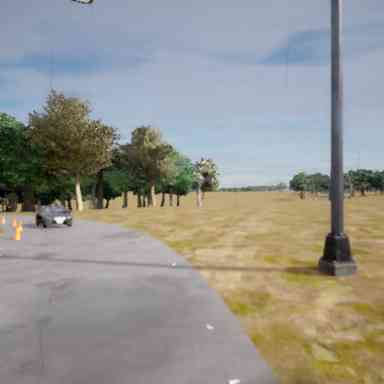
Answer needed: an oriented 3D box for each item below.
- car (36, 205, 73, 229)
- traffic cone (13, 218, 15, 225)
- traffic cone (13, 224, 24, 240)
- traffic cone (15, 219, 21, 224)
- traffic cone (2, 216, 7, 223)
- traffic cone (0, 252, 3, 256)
[{"bbox_3d":[-9.599,1.665,23.058,2.128,1.511,4.902,0,-1,-32],"label":"car"},{"bbox_3d":[-12.976,2.199,24.372,0.340,0.580,0.340,0,-1,-35],"label":"traffic cone"},{"bbox_3d":[-8.446,1.998,16.110,0.340,0.580,0.340,0,-1,-23],"label":"traffic cone"},{"bbox_3d":[-10.495,2.088,20.361,0.340,0.580,0.340,0,-1,-29],"label":"traffic cone"},{"bbox_3d":[-15.860,2.310,28.102,0.340,0.580,0.340,0,-1,-41],"label":"traffic cone"},{"bbox_3d":[-6.851,1.943,11.669,0.340,0.580,0.340,0,0,-17],"label":"traffic cone"}]
